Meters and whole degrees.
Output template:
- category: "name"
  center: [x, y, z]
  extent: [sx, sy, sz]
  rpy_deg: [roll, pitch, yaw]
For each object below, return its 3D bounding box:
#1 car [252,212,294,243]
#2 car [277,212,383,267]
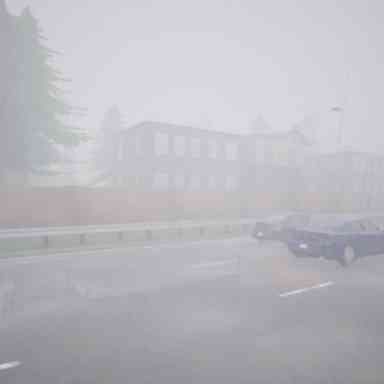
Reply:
- category: "car"
  center: [4.889, 1.693, 15.894]
  extent: [4.674, 1.442, 1.812]
  rpy_deg: [1, 0, -35]
- category: "car"
  center: [5.623, 1.625, 12.137]
  extent: [5.008, 1.535, 1.882]
  rpy_deg: [1, -1, -35]
